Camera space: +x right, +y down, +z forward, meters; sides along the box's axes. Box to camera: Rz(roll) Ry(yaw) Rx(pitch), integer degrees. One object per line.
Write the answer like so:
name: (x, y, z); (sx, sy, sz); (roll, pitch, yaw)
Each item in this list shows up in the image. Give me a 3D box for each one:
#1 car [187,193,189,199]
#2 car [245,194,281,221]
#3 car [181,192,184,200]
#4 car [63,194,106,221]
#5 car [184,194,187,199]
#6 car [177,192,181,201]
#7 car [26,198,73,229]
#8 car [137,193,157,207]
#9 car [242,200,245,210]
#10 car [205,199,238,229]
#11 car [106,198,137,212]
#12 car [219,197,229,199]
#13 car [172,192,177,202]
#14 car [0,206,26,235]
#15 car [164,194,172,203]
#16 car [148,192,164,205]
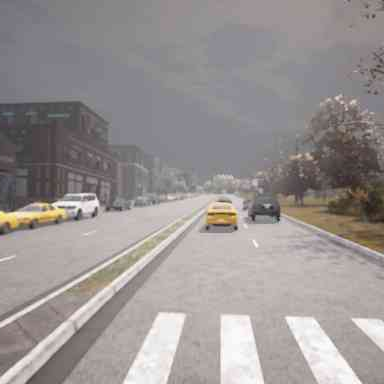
car: (-2.883, 1.282, 93.012); (2.231, 1.521, 4.892); (0, 0, 6)
car: (5.750, 1.165, 26.884); (2.150, 2.045, 5.566); (0, 0, 6)
car: (-3.993, 1.299, 81.700); (1.946, 1.575, 5.366); (0, 0, 6)
car: (-9.370, 1.154, 26.996); (2.435, 2.045, 5.566); (0, 0, 6)
car: (-3.438, 1.040, 87.355); (2.435, 2.045, 5.566); (0, 0, 6)
car: (-4.513, 1.186, 76.417); (2.185, 1.767, 4.553); (0, 0, 6)
car: (-9.940, 1.413, 21.215); (1.946, 1.575, 5.366); (0, 0, 6)
car: (-7.205, 1.365, 49.024); (2.231, 1.521, 4.892); (0, 0, 6)
car: (7.181, 1.460, 40.817); (2.033, 1.411, 5.357); (0, 0, 6)
car: (1.903, 1.441, 21.146); (1.882, 1.535, 5.008); (0, 0, 6)
car: (-8.294, 1.414, 37.990); (2.163, 1.488, 4.792); (0, 0, 6)
car: (4.112, 1.423, 42.736); (1.837, 1.490, 4.892); (0, 0, 6)
car: (-5.074, 1.320, 70.703); (1.946, 1.575, 5.366); (0, 0, 6)
car: (-10.481, 1.424, 15.717); (1.946, 1.575, 5.366); (0, 0, 6)
car: (-5.802, 1.337, 63.869); (2.231, 1.521, 4.892); (0, 0, 6)
car: (-6.669, 1.102, 54.488); (2.435, 2.045, 5.566); (0, 0, 6)
